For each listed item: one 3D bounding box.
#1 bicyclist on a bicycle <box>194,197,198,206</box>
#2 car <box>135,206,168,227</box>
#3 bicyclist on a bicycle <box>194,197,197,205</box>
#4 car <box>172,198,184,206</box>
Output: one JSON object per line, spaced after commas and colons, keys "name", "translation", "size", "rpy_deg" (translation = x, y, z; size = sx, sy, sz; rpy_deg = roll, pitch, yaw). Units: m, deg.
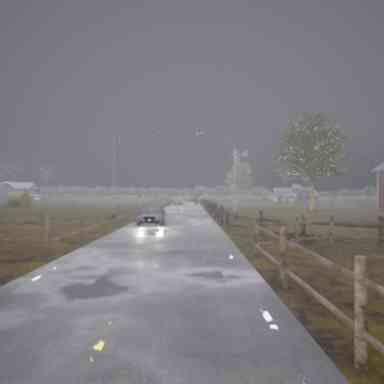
{"name": "bicyclist on a bicycle", "translation": [0.773, 1.942, 67.447], "size": [0.582, 1.620, 1.656], "rpy_deg": [0, -1, 0]}
{"name": "car", "translation": [-2.843, 1.695, 24.165], "size": [1.994, 1.385, 4.181], "rpy_deg": [0, 0, 0]}
{"name": "bicyclist on a bicycle", "translation": [0.775, 1.963, 76.445], "size": [0.659, 1.776, 1.843], "rpy_deg": [0, -1, 0]}
{"name": "car", "translation": [-2.743, 1.969, 65.520], "size": [1.837, 1.490, 4.892], "rpy_deg": [0, 0, 0]}
